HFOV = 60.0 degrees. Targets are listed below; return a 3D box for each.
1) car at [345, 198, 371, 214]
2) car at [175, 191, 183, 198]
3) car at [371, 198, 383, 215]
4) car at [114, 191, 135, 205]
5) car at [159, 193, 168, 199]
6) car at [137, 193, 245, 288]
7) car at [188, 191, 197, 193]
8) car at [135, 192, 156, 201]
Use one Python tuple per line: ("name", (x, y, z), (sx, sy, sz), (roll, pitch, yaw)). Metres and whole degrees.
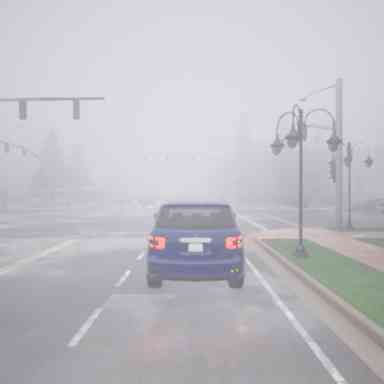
("car", (17.464, 1.320, 32.374), (4.892, 1.490, 1.837), (0, 0, -1))
("car", (-3.448, 0.711, 87.784), (2.097, 1.767, 4.553), (0, 0, 0))
("car", (19.101, 1.057, 28.878), (5.566, 2.045, 2.150), (0, 0, -2))
("car", (-10.547, 1.060, 51.207), (2.097, 1.767, 4.553), (0, 0, 0))
("car", (-6.951, 1.021, 81.544), (1.837, 1.490, 4.892), (0, 0, 0))
("car", (0.085, 1.169, 9.193), (2.150, 2.045, 5.566), (0, 0, 0))
("car", (0.047, 1.102, 77.941), (1.994, 1.385, 4.181), (0, 0, 0))
("car", (-7.047, 1.186, 51.212), (1.882, 1.535, 5.008), (0, 0, 0))
